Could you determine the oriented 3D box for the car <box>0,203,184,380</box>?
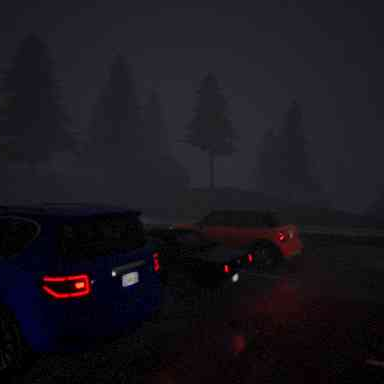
[{"bbox_3d":[-3.098,1.218,5.654,5.566,2.045,2.150,0,0,31],"label":"car"}]

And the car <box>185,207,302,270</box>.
[{"bbox_3d":[1.187,1.325,11.127,4.553,1.767,2.097,0,0,32],"label":"car"}]

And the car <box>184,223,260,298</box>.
[{"bbox_3d":[-0.941,1.586,8.421,4.718,1.301,1.895,0,0,31],"label":"car"}]
